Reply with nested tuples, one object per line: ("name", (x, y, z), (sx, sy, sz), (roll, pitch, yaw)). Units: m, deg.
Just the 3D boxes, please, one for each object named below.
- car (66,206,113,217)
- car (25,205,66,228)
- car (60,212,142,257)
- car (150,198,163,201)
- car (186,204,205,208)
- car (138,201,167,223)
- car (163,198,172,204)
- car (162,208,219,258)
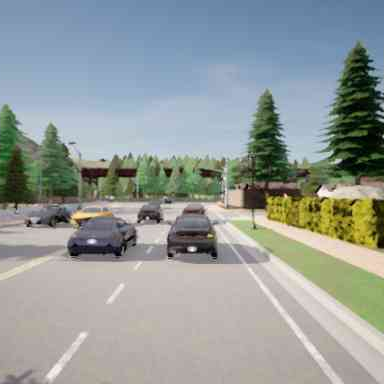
("car", (-7.016, 1.735, 23.932), (1.882, 1.535, 5.008), (0, -1, 0))
("car", (-10.509, 1.759, 24.671), (2.128, 1.511, 4.902), (0, -1, 0))
("car", (-3.474, 1.712, 13.579), (1.994, 1.385, 4.181), (0, -1, 0))
("car", (-7.027, 2.160, 61.175), (1.837, 1.490, 4.892), (0, 0, 1))
("car", (0.345, 1.791, 29.191), (1.882, 1.535, 5.008), (0, 0, 7))
("car", (-3.474, 1.814, 28.497), (1.837, 1.490, 4.892), (0, 0, 0))
("car", (-6.715, 2.166, 82.530), (2.097, 1.767, 4.553), (0, -1, -27))
("car", (0.021, 1.653, 13.489), (1.837, 1.490, 4.892), (0, 0, 0))
